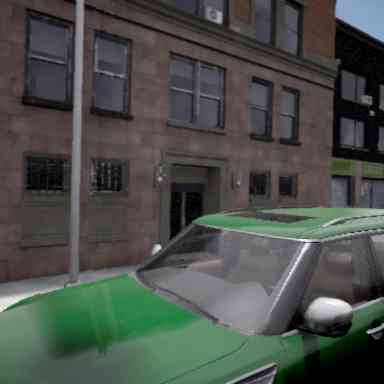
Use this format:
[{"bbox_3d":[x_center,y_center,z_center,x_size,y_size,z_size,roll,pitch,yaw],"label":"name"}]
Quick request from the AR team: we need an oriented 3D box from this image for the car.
[{"bbox_3d":[0.885,1.210,3.405,5.566,2.045,2.150,1,0,-34],"label":"car"}]
